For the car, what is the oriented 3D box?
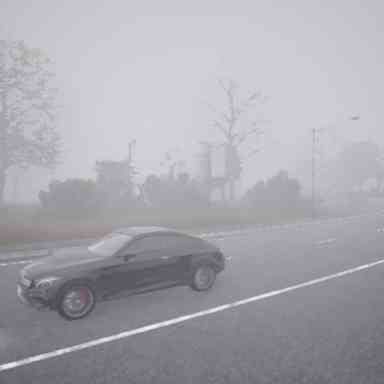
[{"bbox_3d":[-1.290,1.541,7.484,4.674,1.442,1.812,0,0,-36],"label":"car"}]
